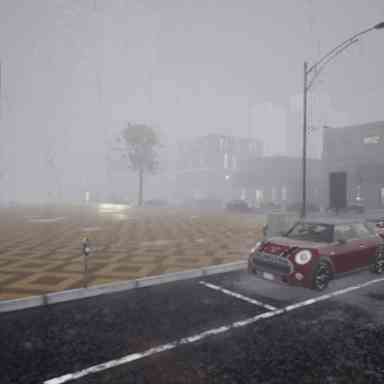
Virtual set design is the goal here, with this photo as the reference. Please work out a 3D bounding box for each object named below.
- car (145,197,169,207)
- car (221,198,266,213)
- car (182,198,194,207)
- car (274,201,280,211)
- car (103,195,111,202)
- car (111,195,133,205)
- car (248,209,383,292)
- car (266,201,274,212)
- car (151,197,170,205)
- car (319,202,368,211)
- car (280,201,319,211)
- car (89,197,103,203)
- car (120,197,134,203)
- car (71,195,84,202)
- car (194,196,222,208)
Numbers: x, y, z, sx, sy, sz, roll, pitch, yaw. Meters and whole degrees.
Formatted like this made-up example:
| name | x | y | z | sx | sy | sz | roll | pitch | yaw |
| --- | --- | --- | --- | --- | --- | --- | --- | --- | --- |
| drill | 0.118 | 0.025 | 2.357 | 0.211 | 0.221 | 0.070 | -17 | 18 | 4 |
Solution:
| name | x | y | z | sx | sy | sz | roll | pitch | yaw |
| --- | --- | --- | --- | --- | --- | --- | --- | --- | --- |
| car | -6.319 | 1.827 | 57.955 | 1.895 | 1.301 | 4.718 | 1 | -1 | -34 |
| car | 5.536 | 1.506 | 35.940 | 1.967 | 1.590 | 4.097 | 1 | -1 | -35 |
| car | -0.090 | 1.740 | 59.065 | 1.967 | 1.590 | 4.097 | 1 | -1 | -35 |
| car | 10.112 | 1.797 | 44.495 | 1.802 | 1.307 | 4.206 | 1 | -1 | -35 |
| car | -22.280 | 1.804 | 90.961 | 2.192 | 1.841 | 5.009 | 1 | -1 | -35 |
| car | -13.247 | 1.752 | 63.237 | 1.752 | 1.417 | 4.829 | 1 | -1 | -35 |
| car | 3.417 | 1.446 | 8.948 | 4.097 | 1.590 | 1.967 | 0 | 1 | -36 |
| car | 6.824 | 1.715 | 38.858 | 1.895 | 1.301 | 4.718 | 1 | -1 | -35 |
| car | -6.459 | 1.793 | 68.156 | 1.967 | 1.590 | 4.097 | 1 | -1 | -35 |
| car | 16.361 | 1.715 | 35.489 | 2.008 | 1.369 | 4.403 | 1 | -1 | -35 |
| car | 13.236 | 1.755 | 39.993 | 1.947 | 1.339 | 4.313 | 1 | -1 | -35 |
| car | -22.836 | 1.875 | 77.059 | 1.947 | 1.339 | 4.313 | 1 | -1 | -35 |
| car | -16.049 | 1.960 | 81.977 | 1.752 | 1.417 | 4.829 | 1 | -1 | -35 |
| car | -29.069 | 1.888 | 86.041 | 1.752 | 1.417 | 4.829 | 1 | -1 | -35 |
| car | 3.102 | 1.588 | 54.524 | 2.192 | 1.841 | 5.009 | 1 | -1 | -35 |
